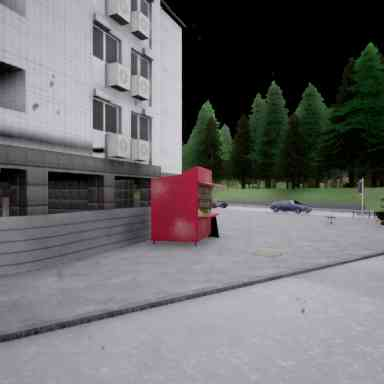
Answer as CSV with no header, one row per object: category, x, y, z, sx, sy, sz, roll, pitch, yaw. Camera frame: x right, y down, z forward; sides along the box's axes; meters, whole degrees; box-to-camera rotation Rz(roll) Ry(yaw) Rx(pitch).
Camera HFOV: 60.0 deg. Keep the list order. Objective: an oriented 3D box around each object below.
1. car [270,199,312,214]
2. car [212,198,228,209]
car,10.543,1.526,35.685,1.812,1.442,4.674,0,0,-36
car,3.112,1.564,46.090,1.994,1.385,4.181,0,0,-35
